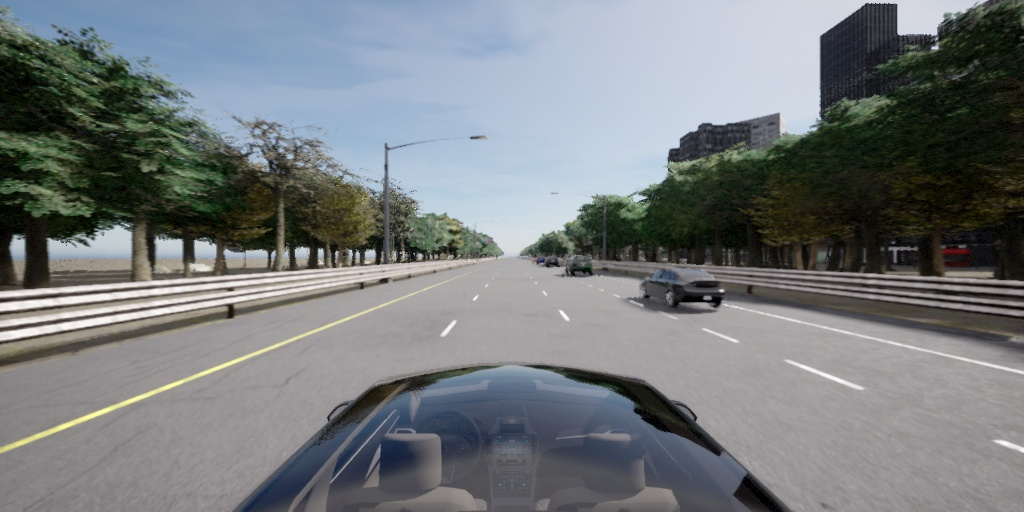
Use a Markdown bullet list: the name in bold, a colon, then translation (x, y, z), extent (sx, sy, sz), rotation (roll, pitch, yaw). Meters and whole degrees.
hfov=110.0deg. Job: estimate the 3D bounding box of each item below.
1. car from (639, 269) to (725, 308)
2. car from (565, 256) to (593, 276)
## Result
- **car**: translation (7.009, 1.269, 15.271), extent (1.837, 1.490, 4.892), rotation (0, 0, 0)
- **car**: translation (7.065, 1.001, 38.226), extent (2.150, 2.045, 5.566), rotation (0, 0, 0)
